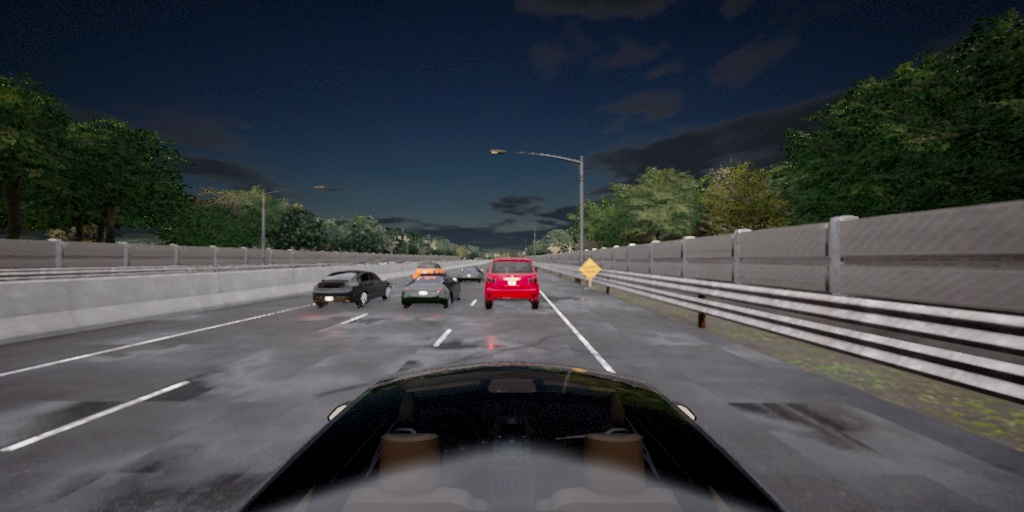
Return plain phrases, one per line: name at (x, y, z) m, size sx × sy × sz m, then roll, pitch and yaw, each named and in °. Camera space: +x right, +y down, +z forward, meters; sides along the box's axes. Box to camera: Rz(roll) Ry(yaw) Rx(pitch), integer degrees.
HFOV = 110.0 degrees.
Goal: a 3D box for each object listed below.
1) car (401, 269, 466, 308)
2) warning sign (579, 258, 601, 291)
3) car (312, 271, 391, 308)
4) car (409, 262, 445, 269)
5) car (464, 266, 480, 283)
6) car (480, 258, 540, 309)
car at (-3.497, 1.450, 16.161) m, size 1.994 × 1.385 × 4.181 m, roll 0°, pitch 0°, yaw 0°
warning sign at (4.548, 1.044, 20.849) m, size 1.300 × 1.860 × 1.060 m, roll 0°, pitch 0°, yaw 0°
car at (-6.996, 1.393, 16.151) m, size 1.837 × 1.490 × 4.892 m, roll 0°, pitch 0°, yaw 0°
car at (-6.999, 1.373, 30.933) m, size 2.097 × 1.767 × 4.553 m, roll 0°, pitch -1°, yaw 0°
car at (-3.496, 1.589, 31.134) m, size 1.994 × 1.385 × 4.181 m, roll 0°, pitch 0°, yaw 0°
car at (0.000, 1.099, 15.873) m, size 2.150 × 2.045 × 5.566 m, roll 0°, pitch 0°, yaw 0°
